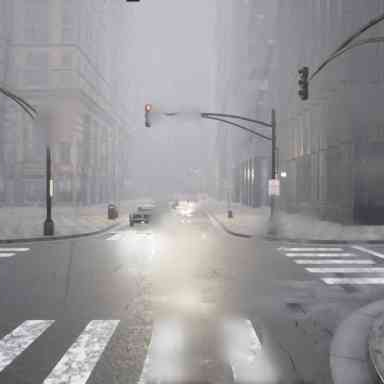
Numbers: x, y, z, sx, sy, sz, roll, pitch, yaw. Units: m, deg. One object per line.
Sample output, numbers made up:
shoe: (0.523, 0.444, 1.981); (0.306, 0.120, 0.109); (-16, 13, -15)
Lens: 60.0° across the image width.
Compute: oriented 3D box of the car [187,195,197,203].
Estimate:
car: (0.068, 1.366, 69.674); (2.097, 1.767, 4.553); (0, 0, 0)

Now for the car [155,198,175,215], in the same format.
car: (-3.108, 1.564, 33.144); (1.994, 1.385, 4.181); (0, 0, 0)

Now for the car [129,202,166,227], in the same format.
car: (-3.110, 1.601, 23.201); (1.895, 1.301, 4.718); (0, 0, 0)

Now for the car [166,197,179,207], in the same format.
car: (-3.076, 1.531, 53.187); (1.812, 1.442, 4.674); (0, 0, 0)

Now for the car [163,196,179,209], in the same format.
car: (-3.115, 1.354, 43.146); (2.097, 1.767, 4.553); (0, 0, 0)
